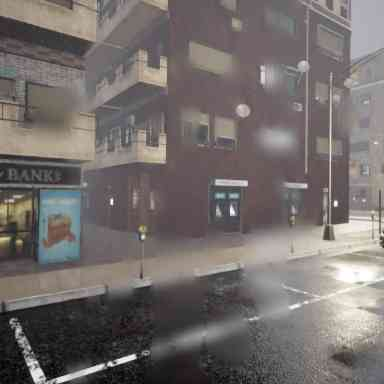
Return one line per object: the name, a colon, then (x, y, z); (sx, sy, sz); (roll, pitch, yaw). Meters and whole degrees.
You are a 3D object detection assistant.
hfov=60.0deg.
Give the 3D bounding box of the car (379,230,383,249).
car: (9.086, 1.554, 13.120); (4.403, 1.369, 2.008); (0, 1, -35)
